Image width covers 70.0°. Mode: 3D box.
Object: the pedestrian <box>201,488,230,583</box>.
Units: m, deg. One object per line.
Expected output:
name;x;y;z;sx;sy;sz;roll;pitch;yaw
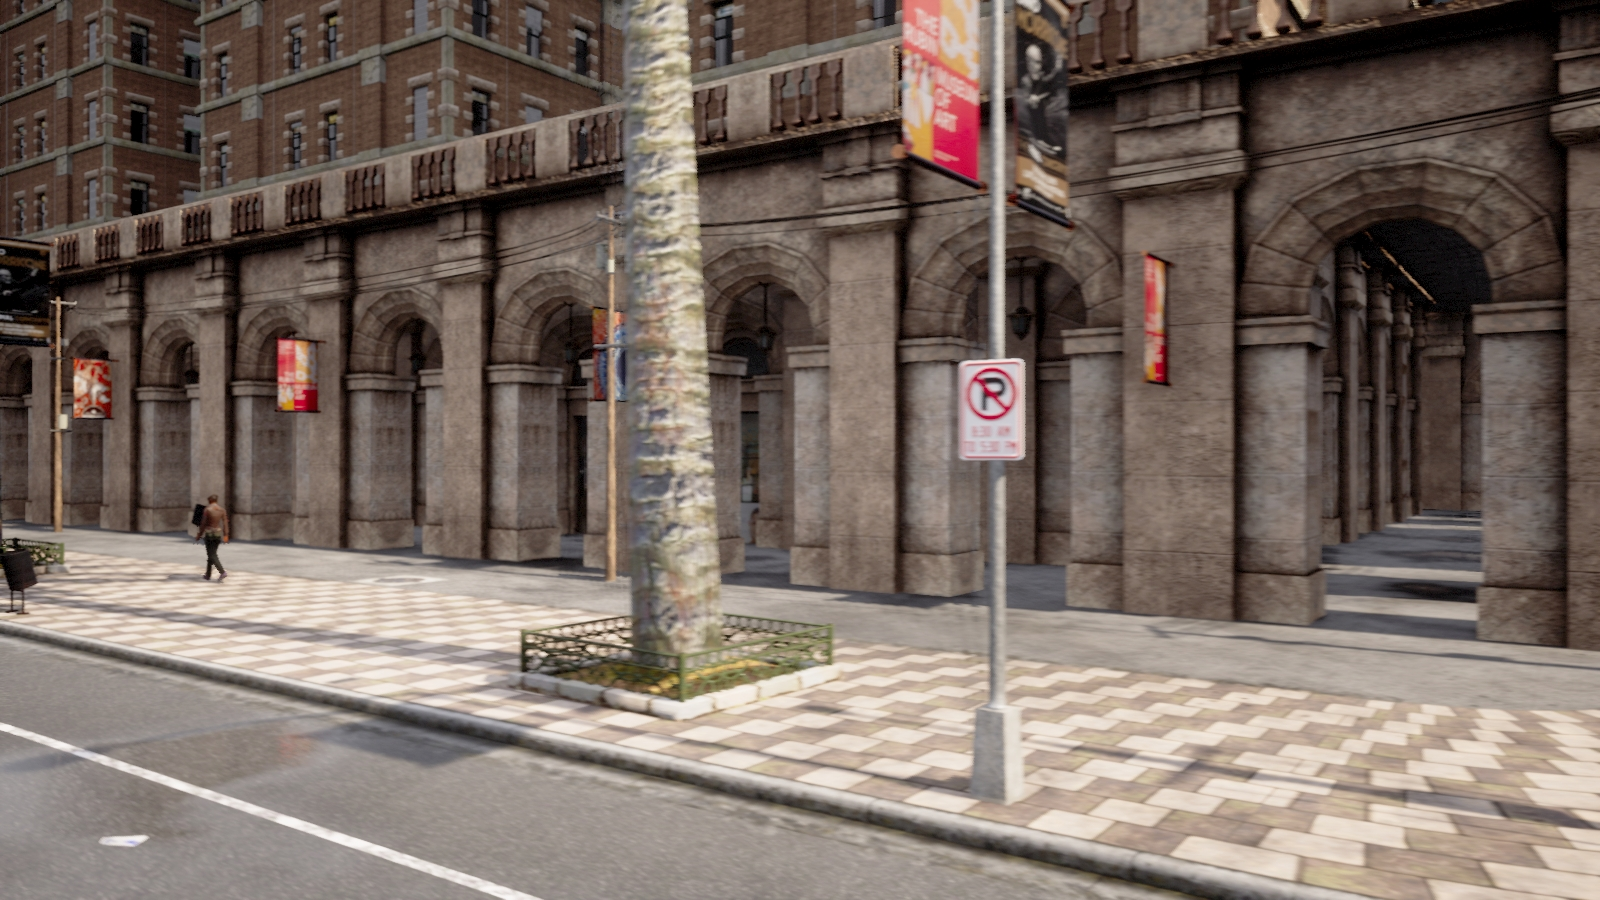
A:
pedestrian;-11.698;1.696;22.870;0.375;1.860;0.375;0;0;36
